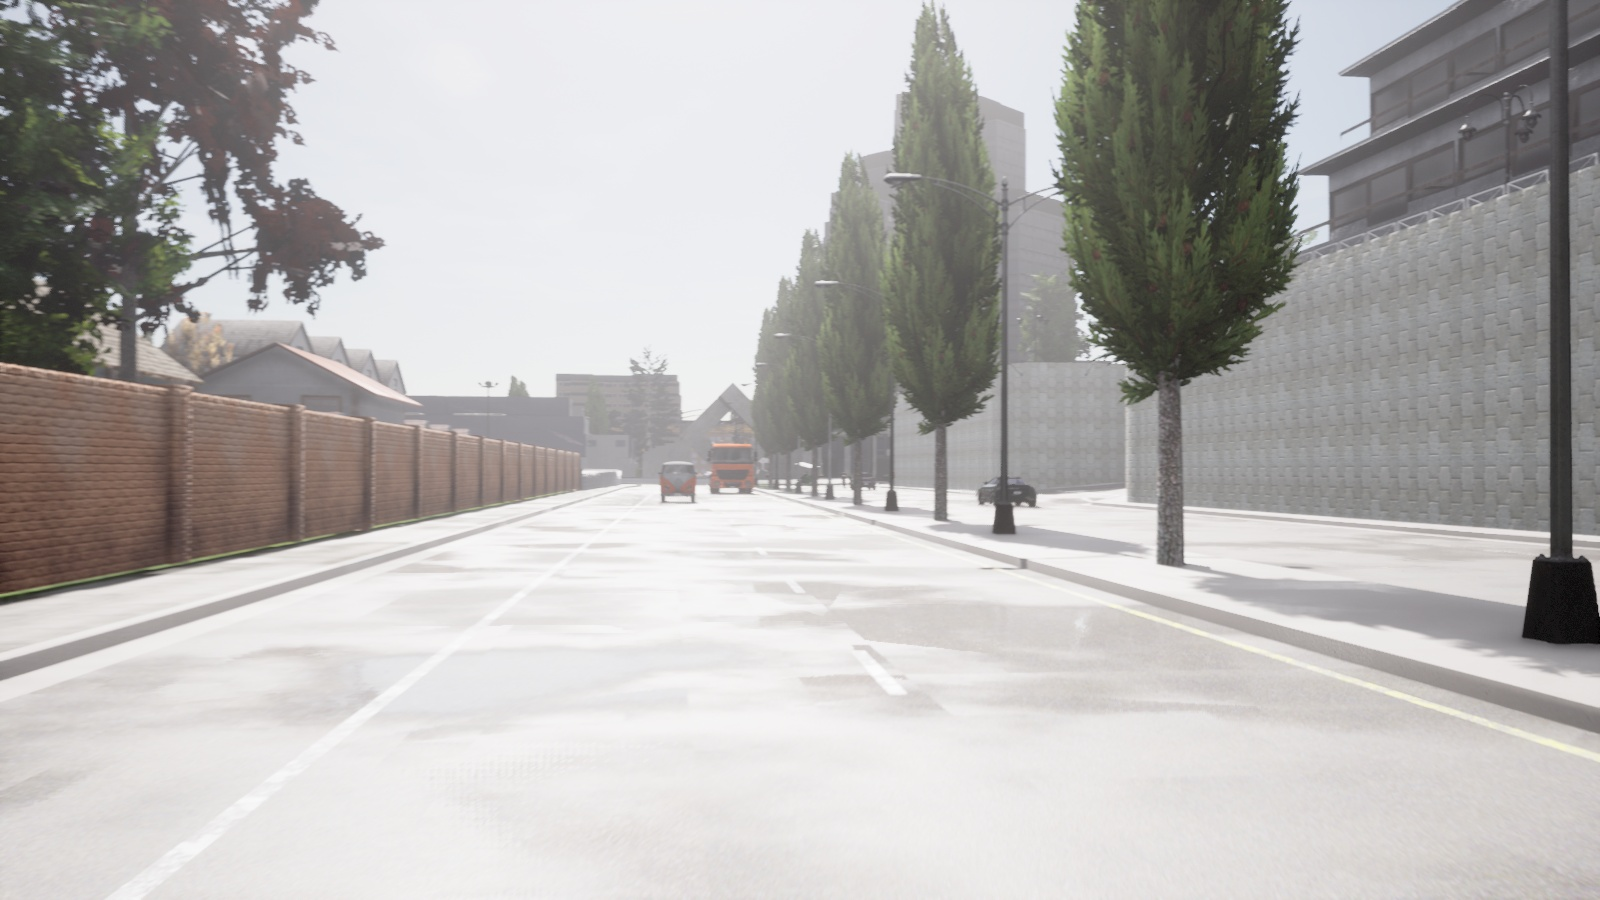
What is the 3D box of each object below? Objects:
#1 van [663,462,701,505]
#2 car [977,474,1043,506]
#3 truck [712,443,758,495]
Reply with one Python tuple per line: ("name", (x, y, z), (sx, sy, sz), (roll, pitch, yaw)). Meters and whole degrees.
("van", (-5.767, 1.612, 61.318), (1.775, 1.987, 4.442), (0, -1, -5))
("car", (9.616, 1.818, 57.772), (1.994, 1.385, 4.181), (0, -1, -5))
("truck", (-4.579, 1.306, 87.087), (2.891, 3.462, 7.936), (0, -1, -5))
